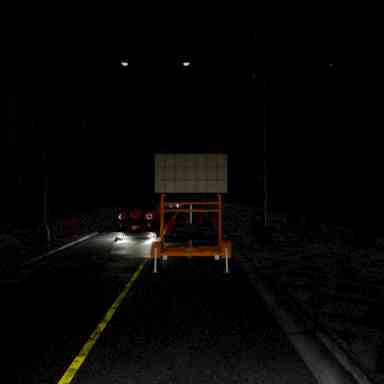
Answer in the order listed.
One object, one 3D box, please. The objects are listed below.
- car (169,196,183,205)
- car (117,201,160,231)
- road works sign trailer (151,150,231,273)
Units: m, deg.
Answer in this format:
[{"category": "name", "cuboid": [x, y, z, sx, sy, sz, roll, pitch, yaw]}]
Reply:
[{"category": "car", "cuboid": [-3.239, 1.634, 62.716, 2.033, 1.411, 5.357, 0, 0, 0]}, {"category": "car", "cuboid": [-3.161, 1.359, 20.404, 2.097, 1.767, 4.553, 0, 0, 0]}, {"category": "road works sign trailer", "cuboid": [-0.029, 0.467, 10.668, 2.380, 3.560, 2.880, 0, 0, 0]}]
